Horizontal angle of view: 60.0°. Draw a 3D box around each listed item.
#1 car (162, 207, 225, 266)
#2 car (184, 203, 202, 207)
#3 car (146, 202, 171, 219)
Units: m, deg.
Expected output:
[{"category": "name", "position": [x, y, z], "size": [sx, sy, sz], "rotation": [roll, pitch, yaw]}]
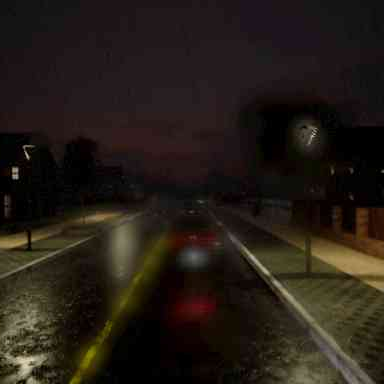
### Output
[{"category": "car", "position": [0.075, 1.505, 11.537], "size": [1.837, 1.490, 4.892], "rotation": [0, 0, 0]}, {"category": "car", "position": [0.072, 1.563, 26.202], "size": [2.033, 1.411, 5.357], "rotation": [0, 0, 0]}, {"category": "car", "position": [-2.838, 1.572, 29.456], "size": [2.033, 1.411, 5.357], "rotation": [0, 0, 0]}]
